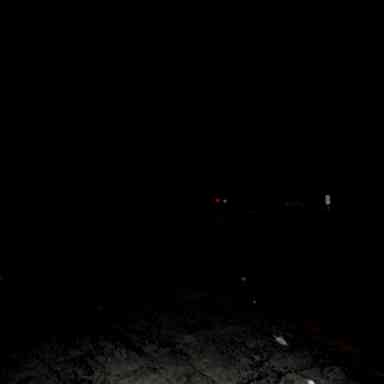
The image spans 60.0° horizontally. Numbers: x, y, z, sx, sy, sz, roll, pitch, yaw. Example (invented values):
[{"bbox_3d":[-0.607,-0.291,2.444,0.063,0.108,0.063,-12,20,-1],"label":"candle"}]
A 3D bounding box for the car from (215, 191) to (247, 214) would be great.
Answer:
[{"bbox_3d":[3.838,0.963,32.027,2.150,2.045,5.566,-2,-2,20],"label":"car"}]

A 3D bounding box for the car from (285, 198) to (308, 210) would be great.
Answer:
[{"bbox_3d":[17.691,2.153,56.501,2.150,2.045,5.566,-5,-6,39],"label":"car"}]
